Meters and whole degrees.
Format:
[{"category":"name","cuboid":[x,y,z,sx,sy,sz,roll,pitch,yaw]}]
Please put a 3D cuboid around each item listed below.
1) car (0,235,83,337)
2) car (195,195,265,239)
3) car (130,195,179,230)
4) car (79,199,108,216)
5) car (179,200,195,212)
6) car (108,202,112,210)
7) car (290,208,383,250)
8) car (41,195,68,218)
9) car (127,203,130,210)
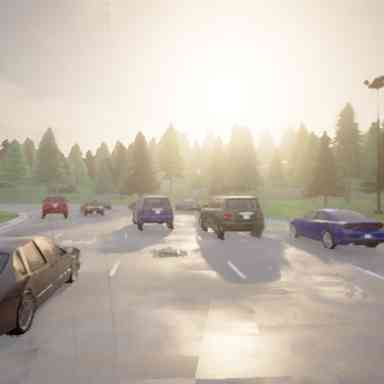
[{"category":"car","cuboid":[-3.668,1.574,6.580,2.033,1.411,5.357,0,0,-5]},{"category":"car","cuboid":[1.907,1.194,17.353,2.150,2.045,5.566,0,0,-11]},{"category":"car","cuboid":[-2.601,1.232,21.637,2.150,2.045,5.566,0,0,-14]},{"category":"car","cuboid":[-10.223,1.666,33.701,1.895,1.301,4.718,0,0,-25]},{"category":"car","cuboid":[-0.558,1.543,37.899,1.994,1.385,4.181,0,0,-24]},{"category":"car","cuboid":[-12.425,1.625,43.541,2.033,1.411,5.357,0,0,-41]},{"category":"car","cuboid":[5.893,1.417,14.221,1.882,1.535,5.008,0,0,-8]},{"category":"car","cuboid":[-12.903,1.312,31.239,2.150,2.045,5.566,0,0,-24]},{"category":"car","cuboid":[-6.426,1.592,40.851,1.994,1.385,4.181,0,0,-32]}]
